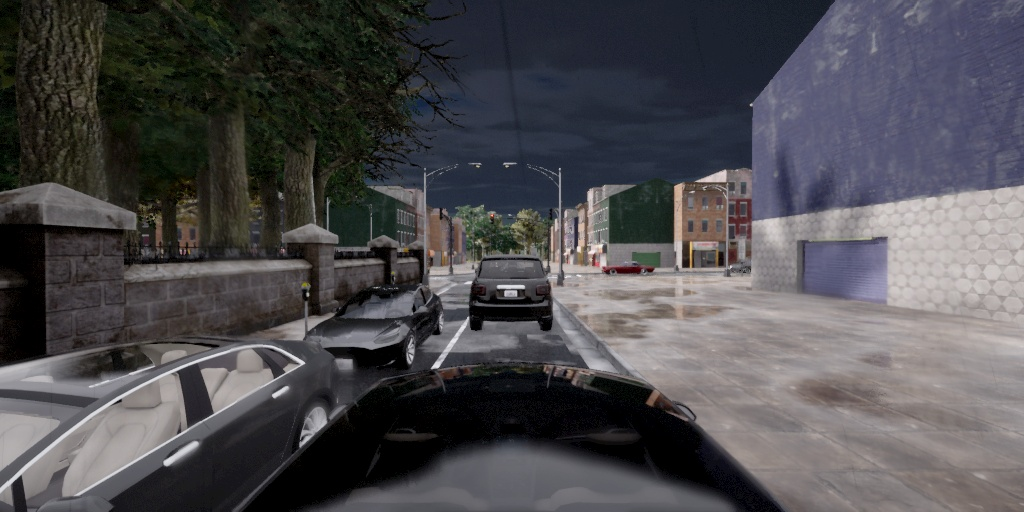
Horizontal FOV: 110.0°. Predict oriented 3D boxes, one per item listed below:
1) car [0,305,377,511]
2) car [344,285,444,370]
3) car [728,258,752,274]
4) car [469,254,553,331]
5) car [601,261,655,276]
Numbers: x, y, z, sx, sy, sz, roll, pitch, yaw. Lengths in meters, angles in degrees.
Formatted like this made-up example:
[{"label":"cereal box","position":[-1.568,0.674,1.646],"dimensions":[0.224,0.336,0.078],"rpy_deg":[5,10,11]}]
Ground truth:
[{"label":"car","position":[-2.641,1.300,2.073],"dimensions":[2.007,1.370,4.403],"rpy_deg":[0,0,0]},{"label":"car","position":[-2.634,1.316,7.761],"dimensions":[1.948,1.339,4.313],"rpy_deg":[0,0,0]},{"label":"car","position":[23.221,0.915,34.311],"dimensions":[4.902,1.511,2.128],"rpy_deg":[-1,1,1]},{"label":"car","position":[-0.011,0.973,11.071],"dimensions":[2.150,2.045,5.566],"rpy_deg":[0,0,0]},{"label":"car","position":[10.993,1.186,34.334],"dimensions":[4.718,1.301,1.895],"rpy_deg":[-1,1,0]}]
